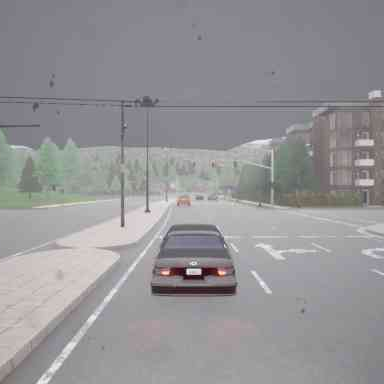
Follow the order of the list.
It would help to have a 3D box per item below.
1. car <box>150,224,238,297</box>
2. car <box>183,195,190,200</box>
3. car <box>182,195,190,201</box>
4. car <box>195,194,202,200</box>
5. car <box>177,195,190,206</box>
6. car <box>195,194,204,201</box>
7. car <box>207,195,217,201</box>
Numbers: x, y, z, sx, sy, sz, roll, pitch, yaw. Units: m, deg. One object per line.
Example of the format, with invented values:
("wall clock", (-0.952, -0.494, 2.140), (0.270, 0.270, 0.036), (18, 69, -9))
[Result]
("car", (0.041, 1.547, 8.768), (2.033, 1.411, 5.357), (0, 0, 0))
("car", (-1.557, 1.571, 95.653), (1.895, 1.301, 4.718), (0, 0, 0))
("car", (-1.532, 1.523, 85.338), (1.812, 1.442, 4.674), (0, 0, 0))
("car", (1.943, 1.472, 95.625), (1.837, 1.490, 4.892), (0, 0, 0))
("car", (-1.364, 1.352, 54.513), (2.097, 1.767, 4.553), (0, 0, -1))
("car", (1.967, 1.477, 85.377), (1.882, 1.535, 5.008), (0, 0, 0))
("car", (5.467, 1.539, 85.385), (2.033, 1.411, 5.357), (0, 0, 0))
